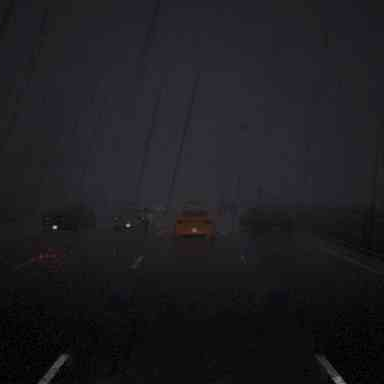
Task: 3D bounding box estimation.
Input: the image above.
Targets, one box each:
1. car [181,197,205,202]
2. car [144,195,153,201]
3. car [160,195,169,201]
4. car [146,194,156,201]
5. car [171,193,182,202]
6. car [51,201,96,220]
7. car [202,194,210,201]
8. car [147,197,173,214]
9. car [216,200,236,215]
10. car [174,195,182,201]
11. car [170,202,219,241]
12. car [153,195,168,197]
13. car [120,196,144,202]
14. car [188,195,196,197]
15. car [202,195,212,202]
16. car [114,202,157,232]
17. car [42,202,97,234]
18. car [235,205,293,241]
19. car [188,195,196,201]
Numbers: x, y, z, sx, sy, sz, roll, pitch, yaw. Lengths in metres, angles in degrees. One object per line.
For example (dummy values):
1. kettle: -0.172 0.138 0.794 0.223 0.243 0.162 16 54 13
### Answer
1. car: 0.103 1.540 35.025 1.837 1.490 4.892 0 0 0
2. car: -10.495 1.593 75.121 1.812 1.442 4.674 0 0 0
3. car: -7.000 1.471 84.713 1.994 1.385 4.181 0 0 0
4. car: -10.502 1.414 85.120 1.882 1.535 5.008 0 0 0
5. car: -3.495 1.279 74.735 2.150 2.045 5.566 0 0 0
6. car: -10.397 1.577 29.660 2.033 1.411 5.357 0 0 0
7. car: 3.498 1.414 85.160 1.882 1.535 5.008 0 0 0
8. car: -3.411 1.562 36.010 1.812 1.442 4.674 0 0 0
9. car: 3.603 1.527 34.944 2.128 1.511 4.902 0 0 0
10. car: -3.500 1.458 84.723 2.033 1.411 5.357 0 0 0
11. car: 0.101 1.495 16.751 1.882 1.535 5.008 0 0 0
12. car: -6.995 1.423 75.058 2.097 1.767 4.553 0 0 0
13. car: -6.896 1.514 36.538 1.882 1.535 5.008 0 0 0
14. car: 0.005 1.425 75.474 2.097 1.767 4.553 0 0 0
15. car: 3.505 1.608 75.087 2.033 1.411 5.357 0 0 0
16. car: -3.397 1.546 20.034 1.812 1.442 4.674 0 0 0
17. car: -6.898 1.524 19.165 1.837 1.490 4.892 0 0 0
18. car: 3.601 1.495 16.817 1.882 1.535 5.008 0 0 0
19. car: -0.002 1.460 85.150 1.812 1.442 4.674 0 0 0
